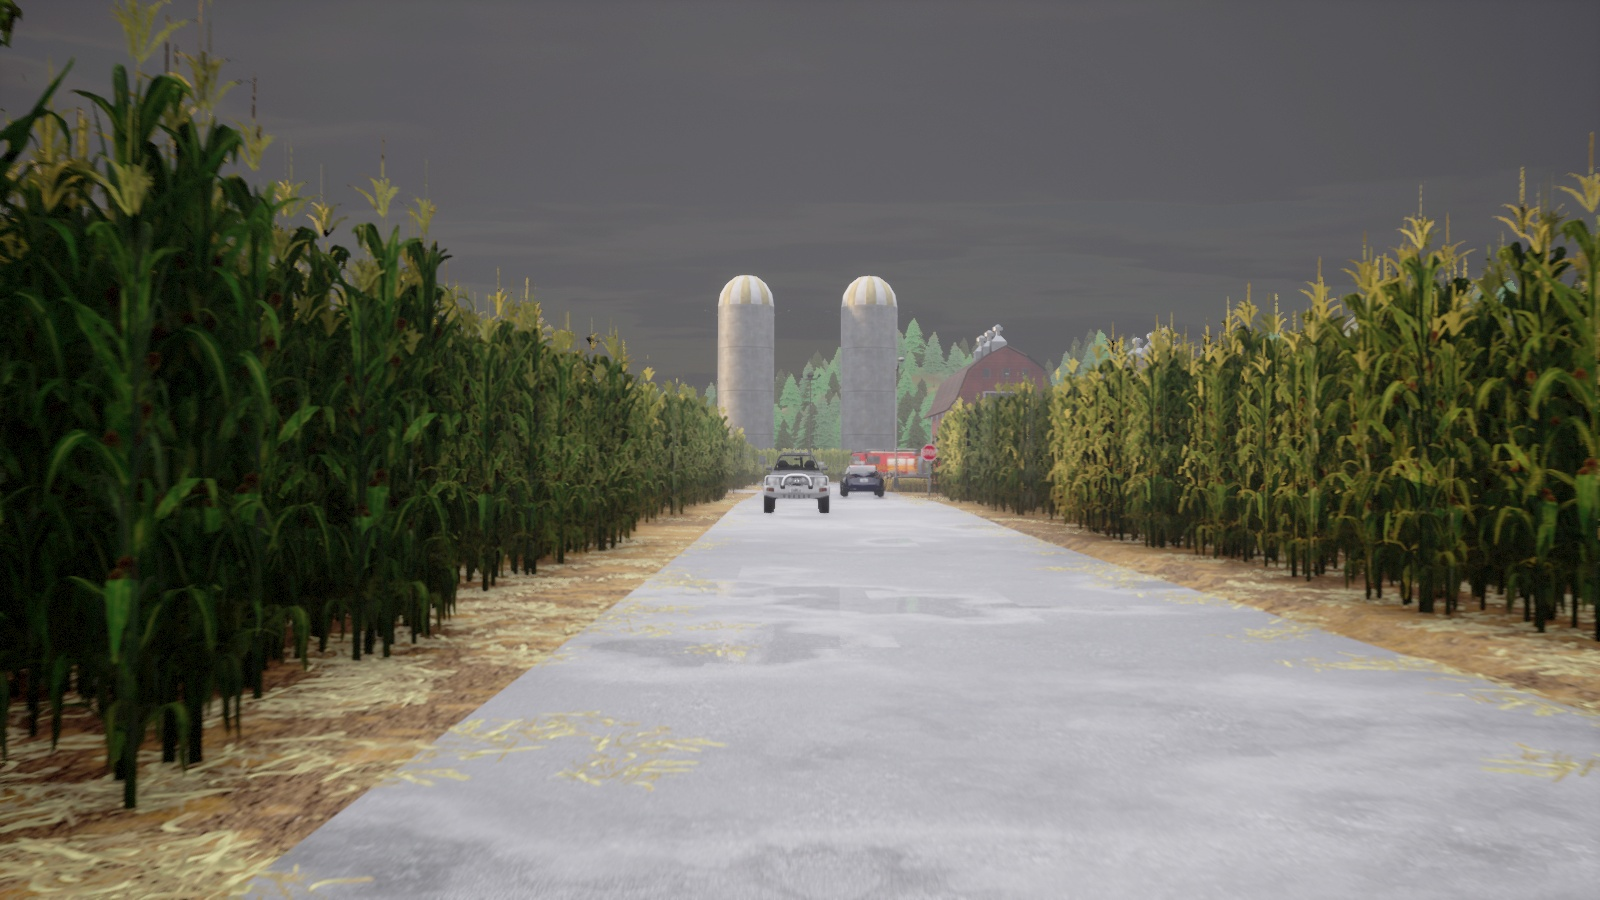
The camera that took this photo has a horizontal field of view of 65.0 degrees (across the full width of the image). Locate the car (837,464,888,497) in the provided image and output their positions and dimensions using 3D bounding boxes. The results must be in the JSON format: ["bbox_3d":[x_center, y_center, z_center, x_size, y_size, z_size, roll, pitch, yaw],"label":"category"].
[{"bbox_3d":[2.955,1.441,60.242,2.163,1.488,4.792,0,-1,0],"label":"car"}]

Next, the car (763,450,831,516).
[{"bbox_3d":[-0.093,0.928,38.011,1.932,1.855,4.605,0,0,0],"label":"car"}]
